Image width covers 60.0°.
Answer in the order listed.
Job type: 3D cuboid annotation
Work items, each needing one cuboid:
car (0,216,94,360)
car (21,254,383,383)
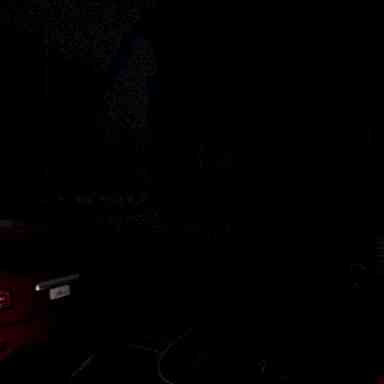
[{"bbox_3d":[-3.580,1.329,5.506,5.009,1.841,2.192,0,0,35],"label":"car"},{"bbox_3d":[0.853,1.441,2.355,4.097,1.590,1.967,0,0,35],"label":"car"}]
